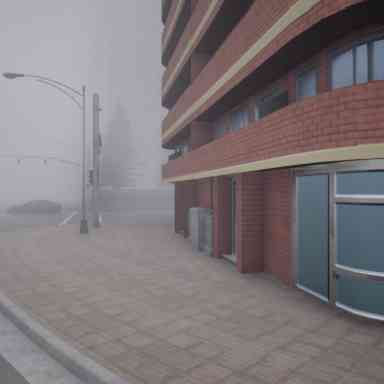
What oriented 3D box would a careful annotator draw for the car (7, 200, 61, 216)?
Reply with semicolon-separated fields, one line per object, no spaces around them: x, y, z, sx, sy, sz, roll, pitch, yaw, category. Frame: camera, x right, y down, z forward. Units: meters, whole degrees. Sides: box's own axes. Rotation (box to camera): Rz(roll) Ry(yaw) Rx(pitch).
-14.793;1.489;31.314;4.674;1.442;1.812;0;0;-14;car
